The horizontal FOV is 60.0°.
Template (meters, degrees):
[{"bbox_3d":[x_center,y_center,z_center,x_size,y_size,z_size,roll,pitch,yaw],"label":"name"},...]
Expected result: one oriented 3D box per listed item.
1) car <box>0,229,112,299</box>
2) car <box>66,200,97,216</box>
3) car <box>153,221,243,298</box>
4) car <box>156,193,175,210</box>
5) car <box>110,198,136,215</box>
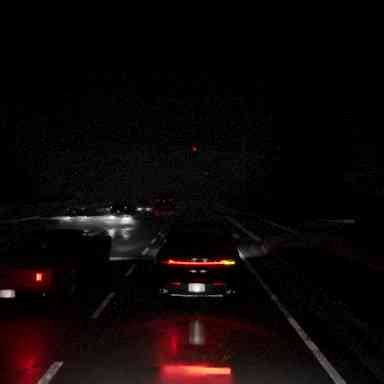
[{"bbox_3d":[-3.420,1.598,8.394,1.895,1.301,4.718,0,0,0],"label":"car"},{"bbox_3d":[-10.611,1.513,32.222,1.812,1.442,4.674,0,0,0],"label":"car"},{"bbox_3d":[0.188,1.502,8.508,1.837,1.490,4.892,0,0,2],"label":"car"},{"bbox_3d":[-3.435,1.201,43.217,2.150,2.045,5.566,0,-1,0],"label":"car"},{"bbox_3d":[-7.124,1.588,34.428,1.895,1.301,4.718,0,0,0],"label":"car"}]
